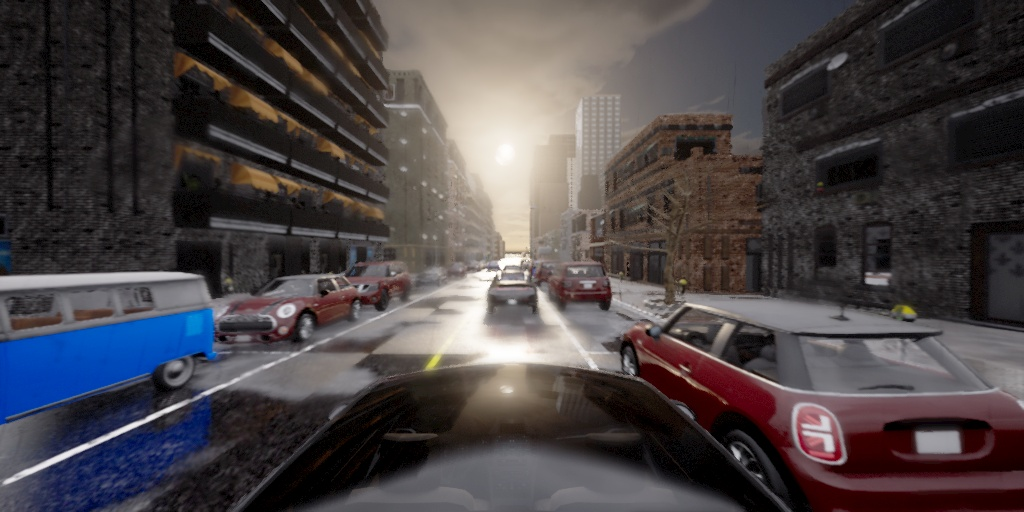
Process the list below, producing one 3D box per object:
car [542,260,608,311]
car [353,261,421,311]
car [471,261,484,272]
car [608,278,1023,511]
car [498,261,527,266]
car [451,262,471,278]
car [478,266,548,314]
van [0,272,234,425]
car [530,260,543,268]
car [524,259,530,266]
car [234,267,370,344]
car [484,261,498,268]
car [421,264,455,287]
[{"bbox_3d":[2.696,1.157,14.997,2.192,1.841,5.009,0,0,0],"label":"car"},{"bbox_3d":[-5.685,1.157,15.008,2.192,1.841,5.009,0,0,0],"label":"car"},{"bbox_3d":[-5.670,1.540,52.857,1.967,1.591,4.097,0,0,0],"label":"car"},{"bbox_3d":[2.691,1.207,4.182,1.967,1.591,4.097,0,0,0],"label":"car"},{"bbox_3d":[0.056,1.447,29.294,1.837,1.490,4.892,0,0,1],"label":"car"},{"bbox_3d":[-5.676,1.430,36.635,1.967,1.591,4.097,0,0,0],"label":"car"},{"bbox_3d":[0.049,1.329,14.258,2.128,1.511,4.902,0,0,1],"label":"car"},{"bbox_3d":[-5.690,1.108,4.194,1.690,1.789,3.998,0,0,0],"label":"van"},{"bbox_3d":[2.700,1.231,25.811,2.192,1.841,5.009,0,0,0],"label":"car"},{"bbox_3d":[2.704,1.305,36.625,2.192,1.841,5.009,0,0,0],"label":"car"},{"bbox_3d":[-5.687,1.244,9.601,1.967,1.591,4.097,0,0,0],"label":"car"},{"bbox_3d":[-3.035,1.616,58.610,1.882,1.535,5.008,0,0,1],"label":"car"},{"bbox_3d":[-5.681,1.467,25.822,2.007,1.370,4.403,0,0,0],"label":"car"}]
